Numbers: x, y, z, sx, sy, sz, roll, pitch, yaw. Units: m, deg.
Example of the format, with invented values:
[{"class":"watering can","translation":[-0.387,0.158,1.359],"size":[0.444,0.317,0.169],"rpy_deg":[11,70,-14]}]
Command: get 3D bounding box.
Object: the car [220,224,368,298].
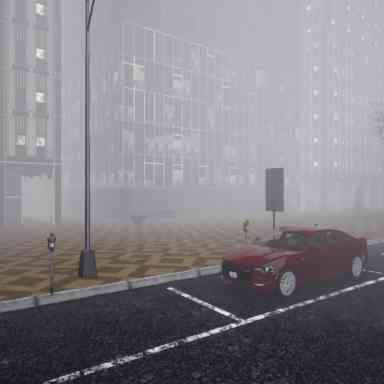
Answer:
[{"class":"car","translation":[2.719,1.545,8.501],"size":[4.507,1.381,1.887],"rpy_deg":[0,0,-36]}]
